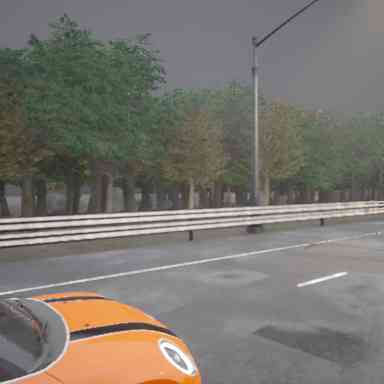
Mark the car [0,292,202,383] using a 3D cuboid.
[{"bbox_3d":[-2.103,1.356,2.247,4.553,1.767,2.097,-1,0,-35],"label":"car"}]
